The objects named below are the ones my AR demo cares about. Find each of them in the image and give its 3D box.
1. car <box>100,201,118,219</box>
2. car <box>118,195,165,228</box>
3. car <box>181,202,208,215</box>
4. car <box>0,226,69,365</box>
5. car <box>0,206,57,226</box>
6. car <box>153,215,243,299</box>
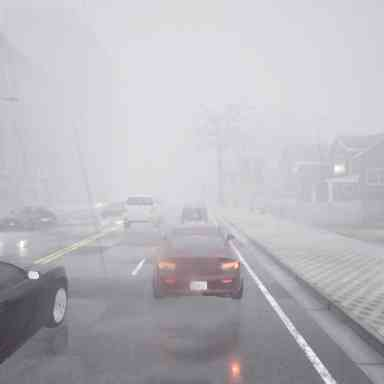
[{"bbox_3d":[-6.498,1.536,29.242,2.033,1.411,5.357,0,0,0],"label":"car"},{"bbox_3d":[-3.071,1.214,22.065,2.150,2.045,5.566,0,0,0],"label":"car"},{"bbox_3d":[0.189,1.469,25.280,1.882,1.535,5.008,0,0,0],"label":"car"},{"bbox_3d":[-3.138,1.477,3.969,1.882,1.535,5.008,0,0,0],"label":"car"},{"bbox_3d":[-9.781,1.558,20.046,1.994,1.385,4.181,0,0,0],"label":"car"},{"bbox_3d":[0.128,1.525,8.300,1.812,1.442,4.674,0,0,0],"label":"car"}]
